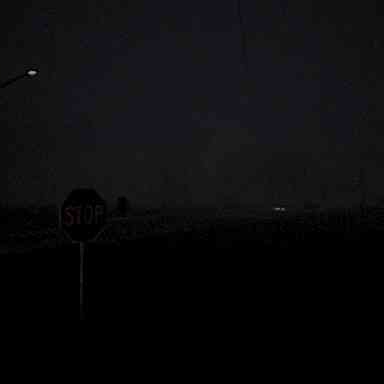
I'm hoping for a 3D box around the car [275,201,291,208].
[{"bbox_3d":[17.851,2.412,64.983,1.994,1.385,4.181,0,0,36],"label":"car"}]

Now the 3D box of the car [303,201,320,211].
[{"bbox_3d":[20.248,2.343,56.355,1.837,1.490,4.892,0,0,36],"label":"car"}]
